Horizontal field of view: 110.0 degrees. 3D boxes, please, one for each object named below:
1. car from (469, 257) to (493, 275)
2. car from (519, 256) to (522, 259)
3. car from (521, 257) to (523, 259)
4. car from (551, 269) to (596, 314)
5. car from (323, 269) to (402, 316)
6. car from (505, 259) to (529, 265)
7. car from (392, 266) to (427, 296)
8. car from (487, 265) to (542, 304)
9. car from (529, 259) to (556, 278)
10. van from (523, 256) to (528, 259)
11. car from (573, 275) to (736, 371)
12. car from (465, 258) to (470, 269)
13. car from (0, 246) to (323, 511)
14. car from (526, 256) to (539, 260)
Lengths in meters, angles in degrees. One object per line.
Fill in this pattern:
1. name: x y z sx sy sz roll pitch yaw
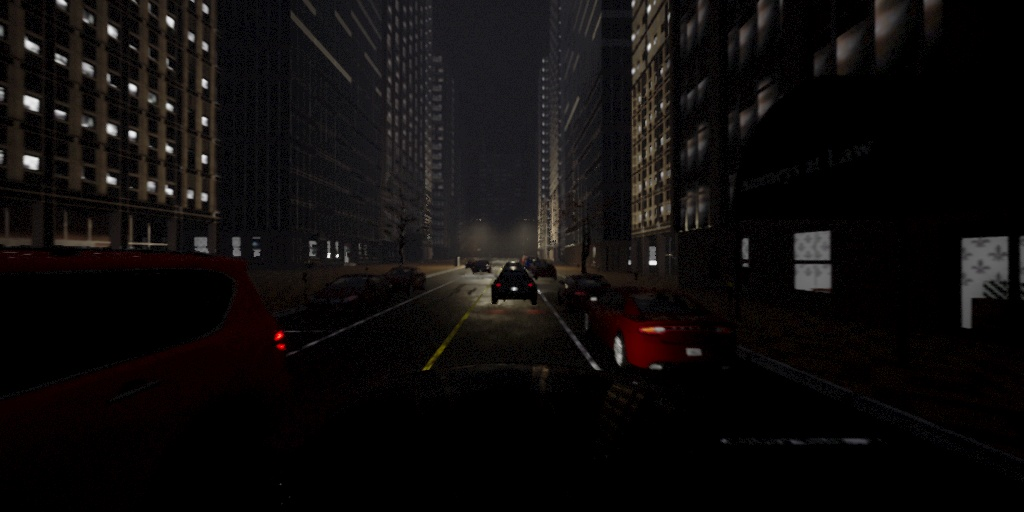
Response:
1. car: -3.109 1.161 37.783 1.812 1.442 4.674 0 0 0
2. car: 2.655 0.880 58.314 2.192 1.841 5.009 0 0 0
3. car: 2.658 1.136 52.672 2.007 1.370 4.403 0 0 0
4. car: 2.684 1.297 13.182 1.802 1.307 4.207 0 0 0
5. car: -5.696 1.296 13.138 1.802 1.307 4.207 0 0 0
6. car: 0.082 1.205 30.795 2.033 1.411 5.357 0 0 0
7. car: -5.699 1.242 18.781 1.888 1.381 4.507 0 0 0
8. car: 0.092 1.269 16.256 1.994 1.385 4.181 0 0 0
9. car: 2.673 1.206 30.107 1.888 1.381 4.507 0 0 0
10. van: 2.662 0.946 47.031 1.690 1.789 3.998 0 0 0
11. car: 2.689 1.278 7.541 1.888 1.381 4.507 0 0 0
12. car: -5.721 1.025 52.639 1.967 1.591 4.097 0 0 0
13. car: -3.086 0.974 0.939 2.150 2.045 5.566 0 0 1
14. car: 2.670 1.082 35.748 1.967 1.591 4.097 0 0 0
